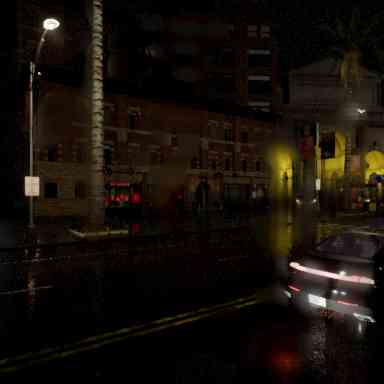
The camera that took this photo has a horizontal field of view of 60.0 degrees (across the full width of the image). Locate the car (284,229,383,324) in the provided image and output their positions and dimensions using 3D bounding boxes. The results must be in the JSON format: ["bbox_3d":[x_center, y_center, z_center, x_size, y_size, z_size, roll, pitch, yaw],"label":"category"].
[{"bbox_3d":[3.951,1.492,6.628,4.902,1.511,2.128,0,0,-35],"label":"car"}]
